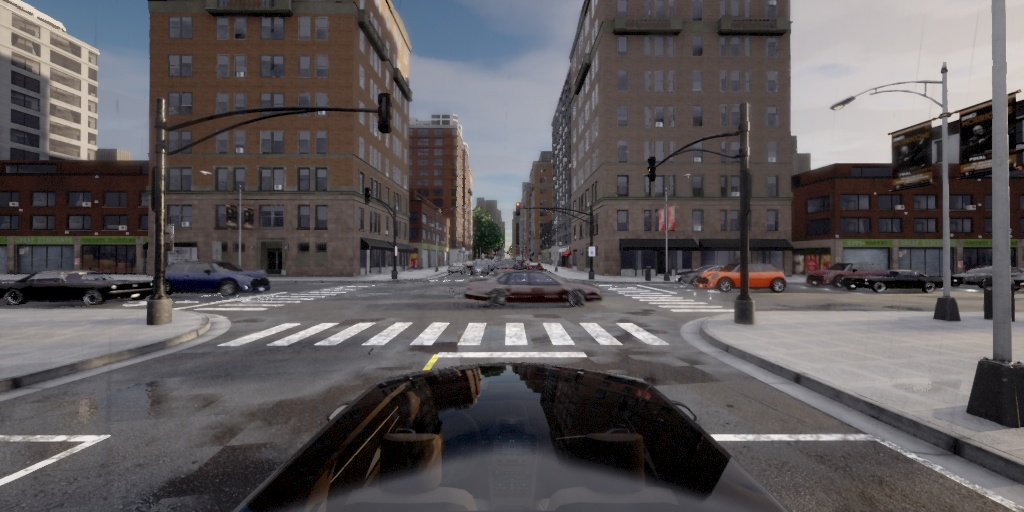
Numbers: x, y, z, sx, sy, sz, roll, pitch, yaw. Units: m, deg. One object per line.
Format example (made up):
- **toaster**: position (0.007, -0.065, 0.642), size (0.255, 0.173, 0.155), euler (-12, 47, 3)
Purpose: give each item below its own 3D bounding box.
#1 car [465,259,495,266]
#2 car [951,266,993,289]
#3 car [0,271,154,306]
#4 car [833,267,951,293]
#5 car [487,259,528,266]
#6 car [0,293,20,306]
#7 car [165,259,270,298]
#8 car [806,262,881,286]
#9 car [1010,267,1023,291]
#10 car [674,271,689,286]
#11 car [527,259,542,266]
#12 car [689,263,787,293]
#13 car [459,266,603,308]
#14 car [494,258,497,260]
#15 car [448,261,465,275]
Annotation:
- **car**: position (-3.268, 1.267, 37.591), size (2.128, 1.511, 4.902), euler (0, 0, 0)
- **car**: position (32.769, 1.447, 24.556), size (4.892, 1.490, 1.837), euler (0, 0, 0)
- **car**: position (-17.158, 1.243, 14.222), size (4.718, 1.301, 1.895), euler (0, 0, 0)
- **car**: position (22.377, 1.470, 21.232), size (4.718, 1.301, 1.895), euler (0, 0, -1)
- **car**: position (-0.237, 1.257, 29.151), size (2.128, 1.511, 4.902), euler (0, 0, 9)
- **car**: position (-5.855, 1.189, 1.486), size (1.967, 1.591, 4.097), euler (0, 0, 0)
- **car**: position (-14.466, 1.032, 17.495), size (4.553, 1.767, 2.097), euler (0, 0, 0)
- **car**: position (22.885, 1.250, 24.486), size (4.553, 1.767, 2.097), euler (0, 0, -1)
- **car**: position (32.316, 1.478, 21.303), size (4.181, 1.385, 1.994), euler (0, 0, -1)
- **car**: position (13.691, 1.348, 24.431), size (4.902, 1.511, 2.128), euler (0, 0, 0)
- **car**: position (2.461, 1.324, 39.940), size (1.888, 1.381, 4.507), euler (0, 0, -1)
- **car**: position (13.391, 1.181, 21.163), size (4.553, 1.767, 2.097), euler (0, 0, 0)
- **car**: position (0.784, 1.263, 14.356), size (5.357, 1.411, 2.033), euler (0, 0, -1)
- **car**: position (-3.376, 1.340, 47.395), size (2.033, 1.411, 5.357), euler (0, 0, -1)
- **car**: position (-6.064, 1.329, 39.847), size (2.007, 1.370, 4.403), euler (0, 0, -1)
